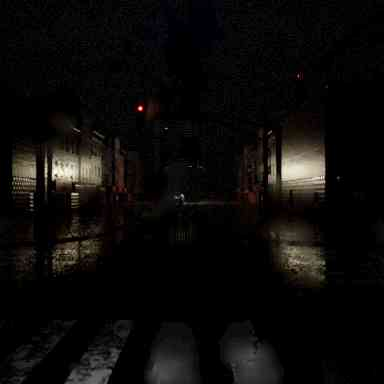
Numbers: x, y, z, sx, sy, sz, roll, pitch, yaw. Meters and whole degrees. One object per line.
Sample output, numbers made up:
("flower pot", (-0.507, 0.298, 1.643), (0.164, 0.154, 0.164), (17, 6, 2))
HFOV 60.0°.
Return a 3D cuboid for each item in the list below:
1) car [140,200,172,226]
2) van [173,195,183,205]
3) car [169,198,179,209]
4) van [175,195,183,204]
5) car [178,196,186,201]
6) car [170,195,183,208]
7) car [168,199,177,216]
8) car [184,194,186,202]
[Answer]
("car", (-2.645, 1.543, 23.876), (1.752, 1.417, 4.829), (0, 0, 0))
("van", (-2.662, 1.450, 63.284), (1.690, 1.788, 3.998), (0, 0, 0))
("car", (-2.650, 1.619, 35.256), (1.802, 1.307, 4.206), (0, 0, 0))
("van", (-2.664, 1.467, 68.889), (1.690, 1.788, 3.998), (0, 0, 0))
("car", (-2.676, 1.771, 91.311), (1.947, 1.339, 4.313), (0, 0, 0))
("car", (-2.655, 1.503, 46.467), (1.967, 1.590, 4.097), (0, 0, 0))
("car", (-2.647, 1.572, 29.651), (1.887, 1.381, 4.507), (0, 0, 0))
("car", (-2.659, 1.408, 57.678), (2.192, 1.841, 5.009), (0, 0, 0))
